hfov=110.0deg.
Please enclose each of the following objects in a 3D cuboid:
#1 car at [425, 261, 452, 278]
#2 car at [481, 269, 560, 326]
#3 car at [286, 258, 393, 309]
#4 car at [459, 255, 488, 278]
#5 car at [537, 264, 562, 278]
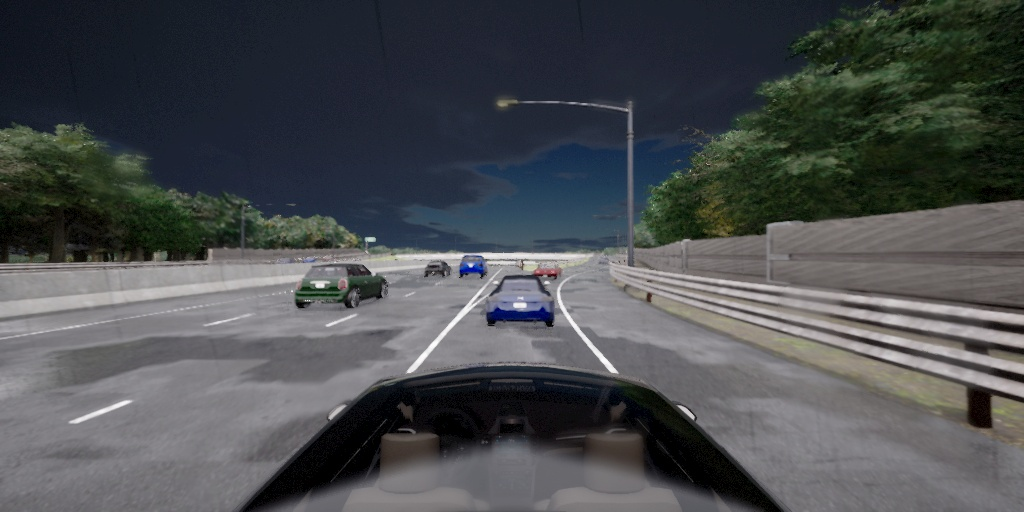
[{"bbox_3d":[-6.897,1.215,33.807,1.837,1.490,4.892,0,0,0],"label":"car"},{"bbox_3d":[0.301,1.294,11.660,1.994,1.385,4.181,0,0,3],"label":"car"},{"bbox_3d":[-6.899,1.078,15.016,2.097,1.767,4.553,0,0,0],"label":"car"},{"bbox_3d":[-3.497,0.930,33.096,2.150,2.045,5.566,0,0,0],"label":"car"},{"bbox_3d":[3.220,1.310,30.842,1.895,1.301,4.718,0,0,14],"label":"car"}]
